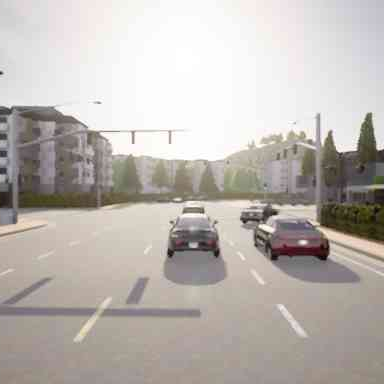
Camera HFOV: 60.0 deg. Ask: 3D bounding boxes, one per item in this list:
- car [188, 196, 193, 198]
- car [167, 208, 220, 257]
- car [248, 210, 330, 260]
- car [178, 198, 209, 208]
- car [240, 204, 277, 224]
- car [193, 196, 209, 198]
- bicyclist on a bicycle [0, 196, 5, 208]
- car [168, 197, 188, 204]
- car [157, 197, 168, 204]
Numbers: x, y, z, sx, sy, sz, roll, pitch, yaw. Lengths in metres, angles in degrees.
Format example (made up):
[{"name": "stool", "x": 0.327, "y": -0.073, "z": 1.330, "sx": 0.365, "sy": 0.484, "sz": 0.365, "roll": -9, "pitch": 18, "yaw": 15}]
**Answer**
[{"name": "car", "x": -0.167, "y": 1.721, "z": 85.149, "sx": 1.994, "sy": 1.385, "sz": 4.181, "roll": 0, "pitch": 0, "yaw": 28}, {"name": "car", "x": 0.067, "y": 1.552, "z": 13.000, "sx": 1.812, "sy": 1.442, "sz": 4.674, "roll": 0, "pitch": 0, "yaw": 0}, {"name": "car", "x": 3.563, "y": 1.588, "z": 12.614, "sx": 1.994, "sy": 1.385, "sz": 4.181, "roll": 0, "pitch": 0, "yaw": 0}, {"name": "car", "x": 0.192, "y": 1.551, "z": 29.144, "sx": 2.128, "sy": 1.511, "sz": 4.902, "roll": 0, "pitch": 0, "yaw": 2}, {"name": "car", "x": 5.159, "y": 1.598, "z": 24.848, "sx": 2.033, "sy": 1.411, "sz": 5.357, "roll": 0, "pitch": 0, "yaw": 27}, {"name": "car", "x": 2.737, "y": 1.666, "z": 83.191, "sx": 1.837, "sy": 1.490, "sz": 4.892, "roll": 0, "pitch": 0, "yaw": 28}, {"name": "bicyclist on a bicycle", "x": -25.121, "y": 1.389, "z": 43.734, "sx": 0.582, "sy": 1.620, "sz": 1.656, "roll": 0, "pitch": 0, "yaw": 1}, {"name": "car", "x": -2.801, "y": 1.678, "z": 68.445, "sx": 2.033, "sy": 1.411, "sz": 5.357, "roll": 0, "pitch": 0, "yaw": 9}, {"name": "car", "x": -5.992, "y": 1.737, "z": 70.306, "sx": 1.895, "sy": 1.301, "sz": 4.718, "roll": 0, "pitch": 0, "yaw": 12}]
